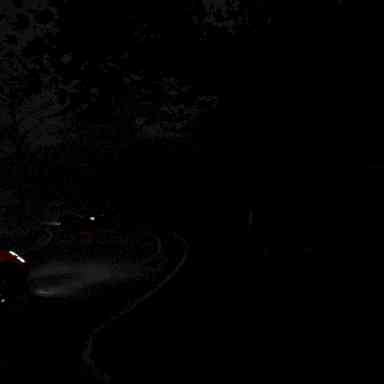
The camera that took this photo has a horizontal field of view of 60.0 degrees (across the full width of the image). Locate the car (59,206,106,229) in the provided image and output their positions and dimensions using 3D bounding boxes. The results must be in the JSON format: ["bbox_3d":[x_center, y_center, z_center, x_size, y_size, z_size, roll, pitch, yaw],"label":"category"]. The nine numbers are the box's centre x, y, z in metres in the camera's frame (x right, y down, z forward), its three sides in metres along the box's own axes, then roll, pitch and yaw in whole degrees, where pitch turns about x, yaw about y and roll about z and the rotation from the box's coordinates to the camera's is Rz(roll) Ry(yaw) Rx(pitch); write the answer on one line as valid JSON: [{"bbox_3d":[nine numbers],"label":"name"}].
[{"bbox_3d":[-7.163,1.567,21.653,1.994,1.385,4.181,0,0,-36],"label":"car"}]

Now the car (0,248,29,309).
[{"bbox_3d":[-5.189,1.353,5.602,2.097,1.767,4.553,0,0,28],"label":"car"}]
